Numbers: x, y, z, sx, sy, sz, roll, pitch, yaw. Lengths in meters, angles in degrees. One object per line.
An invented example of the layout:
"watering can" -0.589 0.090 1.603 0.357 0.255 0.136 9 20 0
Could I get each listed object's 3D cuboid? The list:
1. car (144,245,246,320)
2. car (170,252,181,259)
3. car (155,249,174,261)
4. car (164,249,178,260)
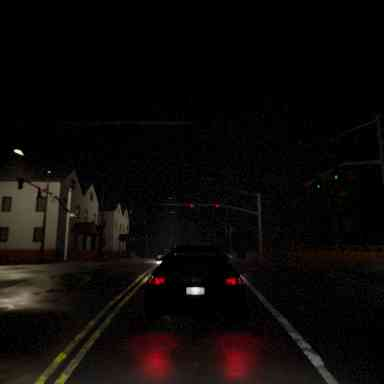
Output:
"car" 0.072 1.977 7.995 1.994 1.385 4.181 0 -6 0
"car" -3.506 13.755 72.170 2.128 1.511 4.902 0 -11 0
"car" -3.591 8.324 44.038 2.128 1.511 4.902 0 -11 0
"car" -3.572 10.764 57.482 2.097 1.767 4.553 0 -11 0
